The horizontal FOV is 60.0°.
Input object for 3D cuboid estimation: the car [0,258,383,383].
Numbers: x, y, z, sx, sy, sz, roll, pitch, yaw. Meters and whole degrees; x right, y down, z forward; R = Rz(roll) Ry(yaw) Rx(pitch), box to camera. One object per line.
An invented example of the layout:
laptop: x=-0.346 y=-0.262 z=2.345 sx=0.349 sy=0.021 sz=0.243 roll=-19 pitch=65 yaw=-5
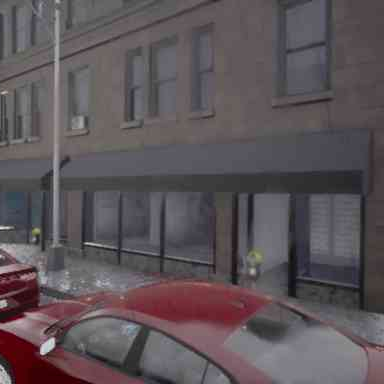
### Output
car: x=-0.225 y=1.551 z=3.108 sx=4.507 sy=1.381 sz=1.887 roll=0 pitch=1 yaw=35

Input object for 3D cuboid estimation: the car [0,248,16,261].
car: x=-4.710 y=1.570 z=6.301 sx=4.507 sy=1.381 sz=1.887 roll=0 pitch=1 yaw=35
